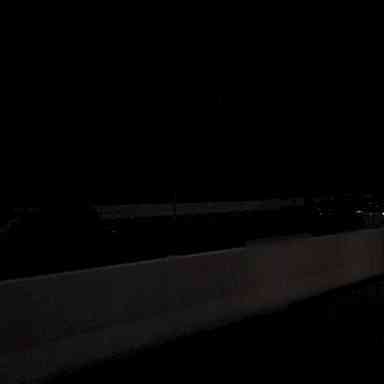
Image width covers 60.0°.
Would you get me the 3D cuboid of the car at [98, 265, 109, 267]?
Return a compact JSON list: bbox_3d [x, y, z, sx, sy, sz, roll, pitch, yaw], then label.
[{"bbox_3d":[-4.478,1.368,9.530,4.553,1.767,2.097,0,0,-37],"label":"car"}]
